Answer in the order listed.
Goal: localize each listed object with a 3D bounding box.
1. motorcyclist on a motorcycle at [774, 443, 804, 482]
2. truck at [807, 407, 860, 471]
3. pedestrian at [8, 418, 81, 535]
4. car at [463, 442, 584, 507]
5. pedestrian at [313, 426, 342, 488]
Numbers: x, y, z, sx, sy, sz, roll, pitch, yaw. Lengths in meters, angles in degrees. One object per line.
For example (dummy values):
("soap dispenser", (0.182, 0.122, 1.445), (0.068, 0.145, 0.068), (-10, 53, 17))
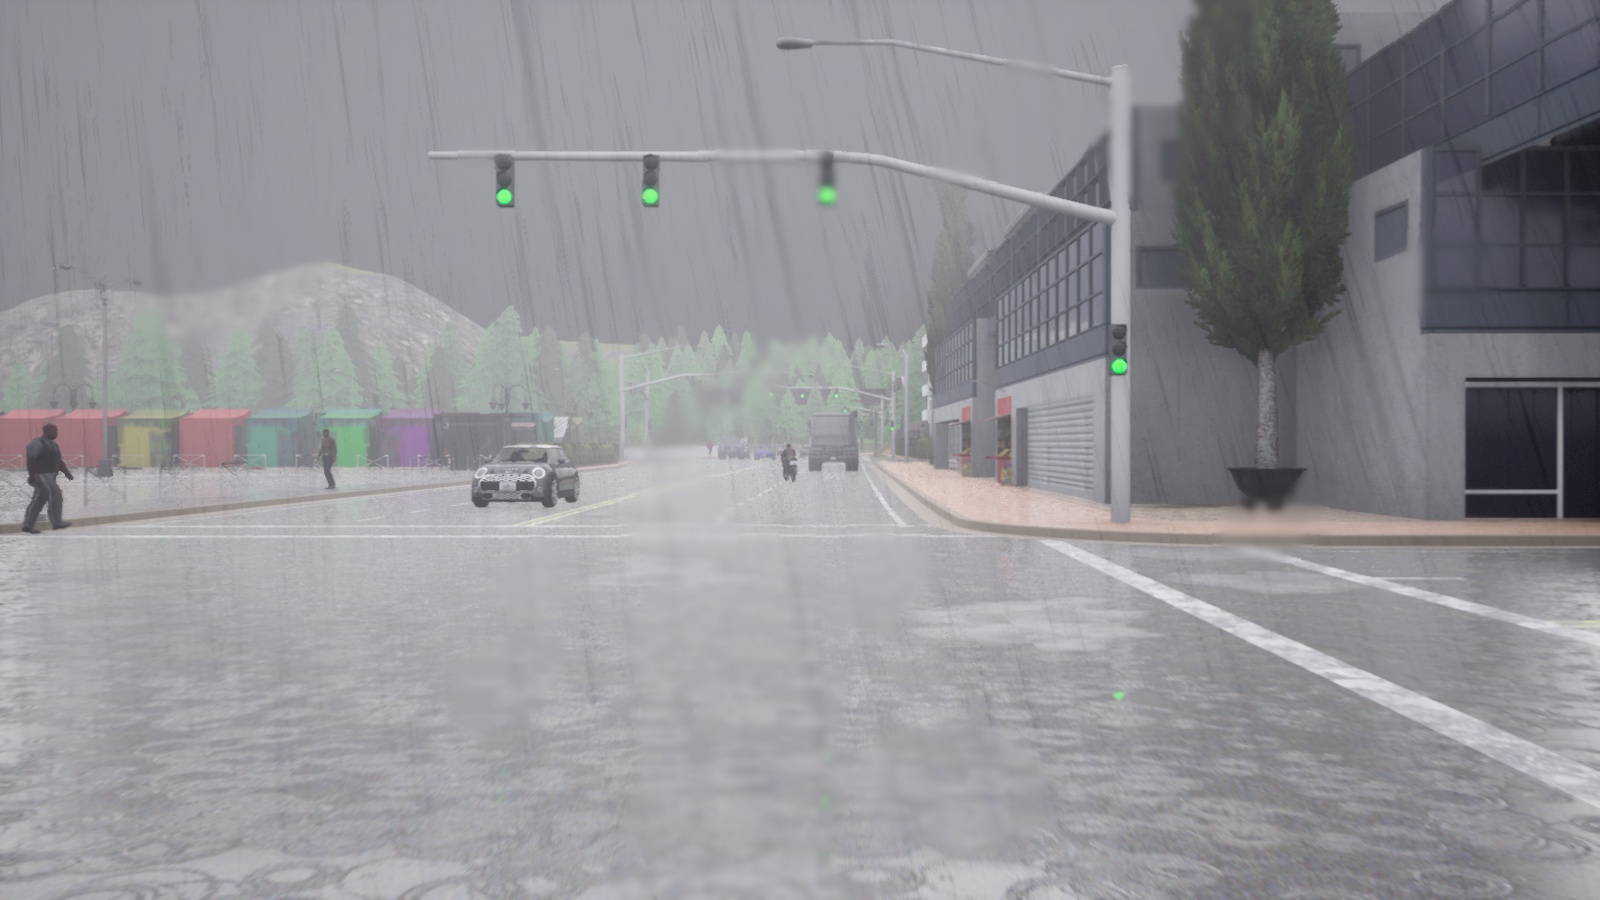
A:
("motorcyclist on a motorcycle", (-0.437, 0.476, 49.318), (0.797, 1.523, 2.044), (0, 0, -12))
("truck", (1.984, -0.604, 72.317), (2.891, 3.462, 7.936), (0, 0, 2))
("pedestrian", (-12.321, 0.426, 20.495), (0.849, 1.883, 0.563), (0, 0, -6))
("car", (-6.654, 0.550, 30.602), (1.970, 1.475, 3.806), (0, 0, 2))
("pedestrian", (-13.913, 0.205, 36.985), (0.328, 1.805, 0.869), (0, 0, 16))
